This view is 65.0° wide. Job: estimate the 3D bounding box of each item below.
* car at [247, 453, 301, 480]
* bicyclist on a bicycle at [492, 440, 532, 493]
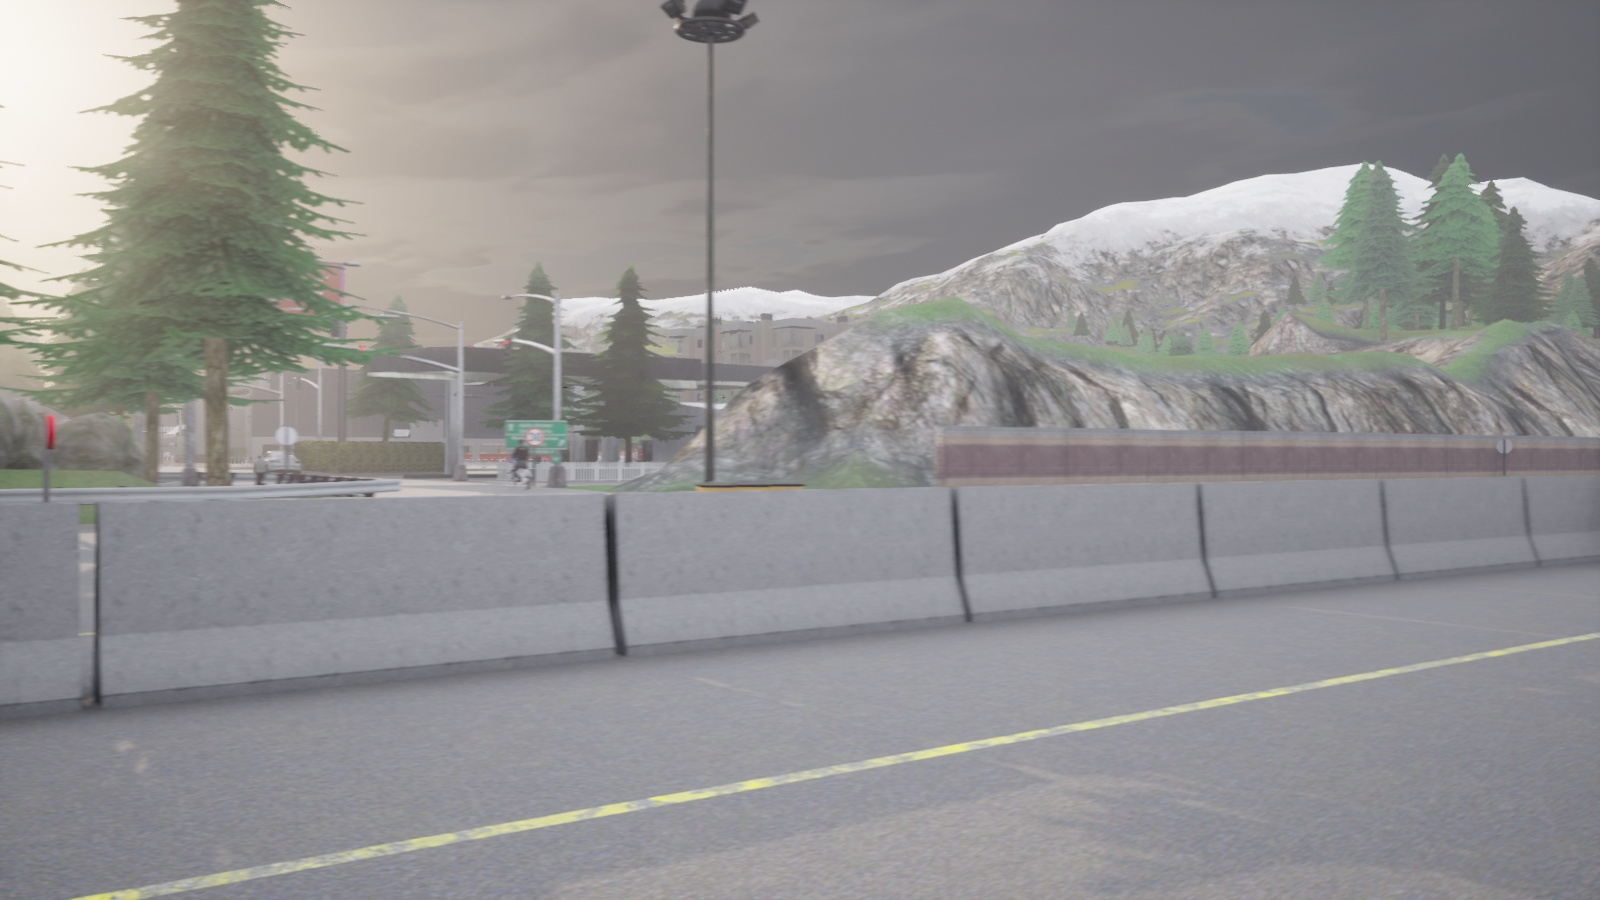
[{"bbox_3d":[-29.796,0.903,71.045,1.812,1.442,4.674,2,-1,-35],"label":"car"},{"bbox_3d":[-9.763,0.546,42.566,0.659,1.776,1.843,0,0,-36],"label":"bicyclist on a bicycle"}]
